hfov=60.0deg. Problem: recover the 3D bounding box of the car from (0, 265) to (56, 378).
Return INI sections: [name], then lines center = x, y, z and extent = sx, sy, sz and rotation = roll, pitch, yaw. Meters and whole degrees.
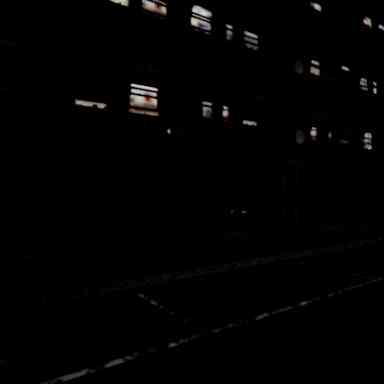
[car]
center = -3.872, 1.567, 3.809
extent = 4.313, 1.339, 1.947
rotation = 0, -1, -35
